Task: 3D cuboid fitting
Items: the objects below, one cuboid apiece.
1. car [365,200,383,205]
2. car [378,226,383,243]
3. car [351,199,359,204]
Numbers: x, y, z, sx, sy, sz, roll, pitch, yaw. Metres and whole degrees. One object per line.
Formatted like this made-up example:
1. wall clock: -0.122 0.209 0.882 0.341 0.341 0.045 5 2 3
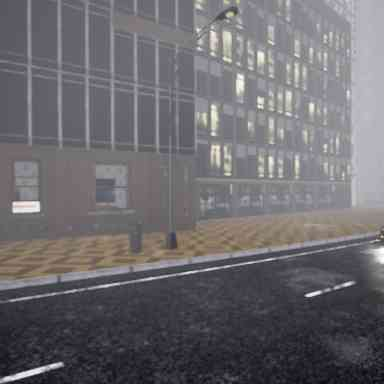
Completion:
1. car: 40.034 2.206 72.559 1.802 1.307 4.206 0 0 -42
2. car: 10.679 1.758 15.904 4.181 1.385 1.994 1 0 -39
3. car: 36.276 2.143 76.823 1.947 1.339 4.313 0 0 -42
